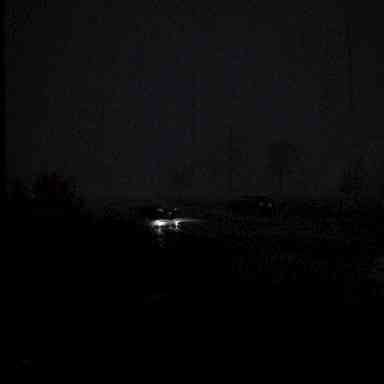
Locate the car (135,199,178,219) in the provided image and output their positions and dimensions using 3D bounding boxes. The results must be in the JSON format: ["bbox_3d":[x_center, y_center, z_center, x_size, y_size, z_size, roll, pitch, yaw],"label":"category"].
[{"bbox_3d":[-2.971,1.280,26.743,1.812,1.442,4.674,-1,1,-35],"label":"car"}]

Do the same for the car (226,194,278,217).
[{"bbox_3d":[4.885,1.044,27.690,2.097,1.767,4.553,-1,1,-35],"label":"car"}]
